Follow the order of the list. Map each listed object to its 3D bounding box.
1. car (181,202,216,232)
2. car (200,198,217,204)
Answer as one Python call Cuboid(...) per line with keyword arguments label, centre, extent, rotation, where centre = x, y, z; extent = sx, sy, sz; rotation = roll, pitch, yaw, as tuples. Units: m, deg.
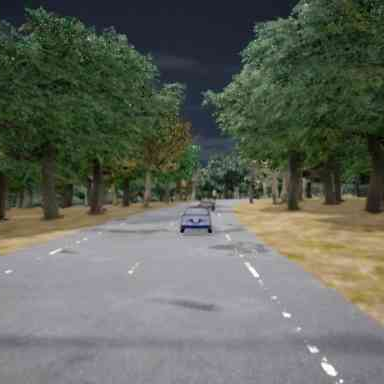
Cuboid(label="car", centre=(0.304, 1.598, 20.469), extent=(2.033, 1.411, 5.357), rotation=(0, 0, 2))
Cuboid(label="car", centre=(2.024, 1.531, 41.922), extent=(2.128, 1.511, 4.902), rotation=(0, 0, 7))
